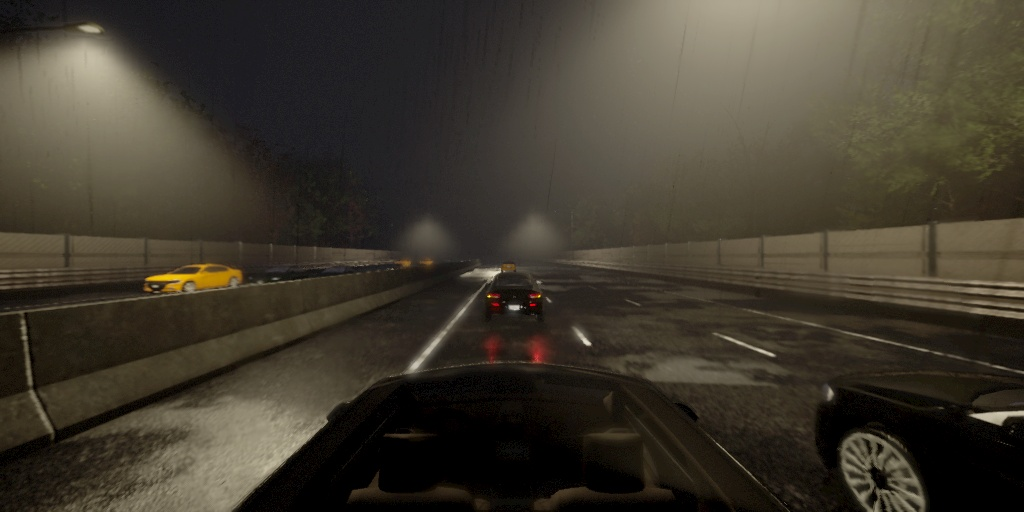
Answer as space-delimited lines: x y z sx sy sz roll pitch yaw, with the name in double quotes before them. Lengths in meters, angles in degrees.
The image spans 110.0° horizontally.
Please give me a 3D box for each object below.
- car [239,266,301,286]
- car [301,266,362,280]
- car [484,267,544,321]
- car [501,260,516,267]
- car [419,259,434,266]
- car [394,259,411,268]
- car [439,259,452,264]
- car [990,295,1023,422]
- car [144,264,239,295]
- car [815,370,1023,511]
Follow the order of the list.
"car" -14.233 1.322 22.287 1.994 1.385 4.181 0 0 -1
"car" -10.732 1.322 22.225 1.994 1.385 4.181 0 0 -1
"car" 0.057 1.280 12.349 1.812 1.442 4.674 0 0 0
"car" -0.436 1.222 44.576 1.801 1.575 5.366 0 0 -1
"car" -15.106 1.245 63.266 1.882 1.535 5.008 0 0 -2
"car" -18.540 1.244 60.842 1.882 1.535 5.008 0 0 -1
"car" -11.606 1.316 63.466 2.033 1.411 5.357 0 0 -2
"car" 7.092 1.253 2.187 1.837 1.490 4.892 0 0 0
"car" -17.710 1.235 20.258 1.882 1.535 5.008 0 0 -1
"car" 3.594 1.240 1.156 2.128 1.511 4.902 0 0 0
